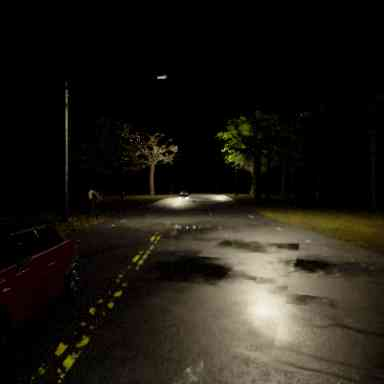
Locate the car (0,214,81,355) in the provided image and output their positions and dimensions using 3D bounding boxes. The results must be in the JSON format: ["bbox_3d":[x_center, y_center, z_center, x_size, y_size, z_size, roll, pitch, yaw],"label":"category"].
[{"bbox_3d":[-3.504,1.344,5.441,2.097,1.767,4.553,0,0,0],"label":"car"}]

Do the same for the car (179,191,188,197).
[{"bbox_3d":[-1.960,0.527,77.305,1.895,1.301,4.718,0,1,2],"label":"car"}]
